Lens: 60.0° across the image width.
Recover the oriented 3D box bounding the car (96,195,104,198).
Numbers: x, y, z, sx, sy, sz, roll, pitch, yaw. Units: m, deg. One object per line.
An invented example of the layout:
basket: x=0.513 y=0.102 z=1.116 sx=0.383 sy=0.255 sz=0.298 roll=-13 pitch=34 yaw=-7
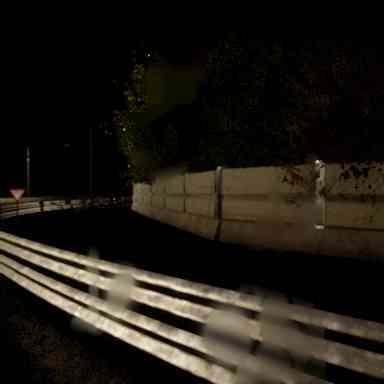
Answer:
car: x=-24.653 y=1.405 z=89.346 sx=1.895 sy=1.301 sz=4.718 roll=0 pitch=0 yaw=-17

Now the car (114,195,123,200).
car: x=-19.702 y=1.366 z=89.096 sx=1.994 sy=1.385 sz=4.181 roll=0 pitch=0 yaw=-2

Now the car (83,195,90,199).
car: x=-28.037 y=1.402 z=88.454 sx=1.895 sy=1.301 sz=4.718 roll=0 pitch=0 yaw=-17
